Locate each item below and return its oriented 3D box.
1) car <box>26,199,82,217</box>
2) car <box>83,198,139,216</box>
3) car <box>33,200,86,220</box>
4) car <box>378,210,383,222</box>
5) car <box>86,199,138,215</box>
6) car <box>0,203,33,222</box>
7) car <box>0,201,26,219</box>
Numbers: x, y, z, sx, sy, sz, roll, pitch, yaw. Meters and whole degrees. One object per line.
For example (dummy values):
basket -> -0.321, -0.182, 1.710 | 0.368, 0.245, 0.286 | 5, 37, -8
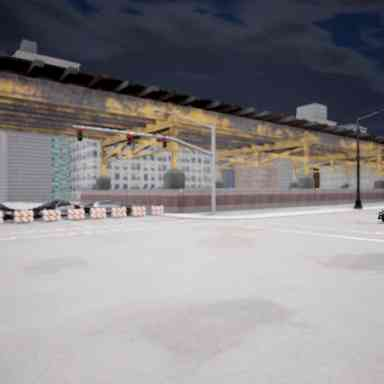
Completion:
car -> -11.546, 1.300, 28.156 | 1.853, 1.218, 4.536 | 0, 0, 18
car -> -7.650, 1.424, 31.867 | 4.974, 1.542, 2.038 | 0, 0, -7
car -> -11.561, 1.457, 28.107 | 2.038, 1.542, 4.974 | 0, 0, 18
car -> 15.242, 1.396, 23.466 | 5.357, 1.411, 2.033 | 0, 0, -36
car -> -7.703, 1.267, 31.860 | 4.536, 1.218, 1.853 | 0, 0, -7
car -> -15.305, 1.487, 25.422 | 4.974, 1.542, 2.038 | 0, 0, 8
car -> -15.358, 1.330, 25.429 | 4.536, 1.218, 1.853 | 0, 0, 8
